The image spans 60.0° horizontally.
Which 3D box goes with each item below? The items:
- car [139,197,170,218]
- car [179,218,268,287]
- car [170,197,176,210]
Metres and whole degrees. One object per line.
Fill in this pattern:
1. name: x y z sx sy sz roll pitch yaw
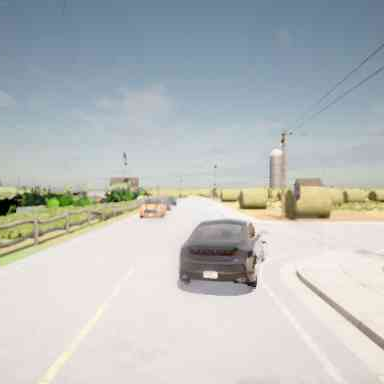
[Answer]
1. car: -3.505 1.367 30.487 2.097 1.767 4.553 0 0 0
2. car: 1.028 1.514 9.462 1.837 1.490 4.892 -1 0 15
3. car: -3.471 1.568 40.921 2.033 1.411 5.357 0 0 0
